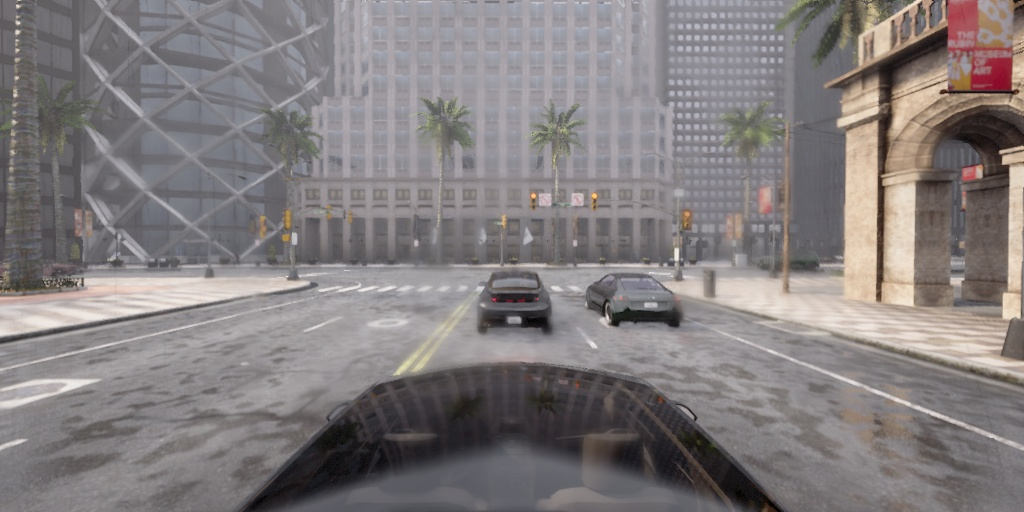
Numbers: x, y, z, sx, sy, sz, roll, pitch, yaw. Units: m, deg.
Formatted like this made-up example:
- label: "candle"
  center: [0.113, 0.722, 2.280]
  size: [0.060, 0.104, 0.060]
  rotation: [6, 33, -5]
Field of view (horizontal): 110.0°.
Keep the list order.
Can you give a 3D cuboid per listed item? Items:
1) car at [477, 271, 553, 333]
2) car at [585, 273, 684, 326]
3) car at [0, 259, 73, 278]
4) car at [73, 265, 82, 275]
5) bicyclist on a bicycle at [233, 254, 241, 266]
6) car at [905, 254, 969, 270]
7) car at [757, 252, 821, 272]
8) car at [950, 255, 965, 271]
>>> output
- label: "car"
  center: [0.076, 1.155, 10.345]
  size: [1.837, 1.490, 4.892]
  rotation: [0, 1, 0]
- label: "car"
  center: [3.580, 1.204, 11.211]
  size: [1.994, 1.385, 4.181]
  rotation: [0, 1, 0]
- label: "car"
  center: [-37.120, 1.020, 27.147]
  size: [4.181, 1.385, 1.994]
  rotation: [0, 1, -25]
- label: "car"
  center: [-39.495, 0.950, 29.910]
  size: [4.674, 1.442, 1.812]
  rotation: [0, 1, -27]
- label: "bicyclist on a bicycle"
  center: [-35.756, 0.531, 46.644]
  size: [0.582, 1.620, 1.656]
  rotation: [0, 1, -12]
- label: "car"
  center: [47.563, 0.656, 40.209]
  size: [4.553, 1.767, 2.097]
  rotation: [0, 1, 1]
- label: "car"
  center: [28.352, 0.565, 36.804]
  size: [5.566, 2.045, 2.150]
  rotation: [0, 1, 0]
- label: "car"
  center: [44.588, 0.871, 36.738]
  size: [4.674, 1.442, 1.812]
  rotation: [0, 1, 0]
